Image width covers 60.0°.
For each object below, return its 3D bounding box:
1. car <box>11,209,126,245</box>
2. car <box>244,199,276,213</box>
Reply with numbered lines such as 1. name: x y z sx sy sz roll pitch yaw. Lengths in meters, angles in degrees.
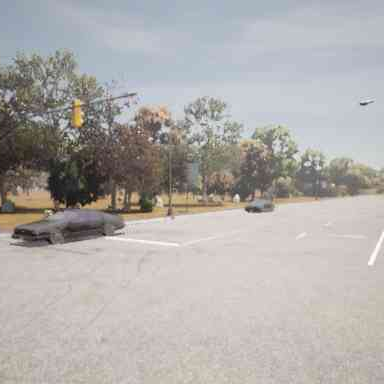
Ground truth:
1. car: -5.519 1.520 15.773 2.033 1.411 5.357 0 0 32
2. car: 7.555 1.507 36.487 2.033 1.411 5.357 0 0 32
